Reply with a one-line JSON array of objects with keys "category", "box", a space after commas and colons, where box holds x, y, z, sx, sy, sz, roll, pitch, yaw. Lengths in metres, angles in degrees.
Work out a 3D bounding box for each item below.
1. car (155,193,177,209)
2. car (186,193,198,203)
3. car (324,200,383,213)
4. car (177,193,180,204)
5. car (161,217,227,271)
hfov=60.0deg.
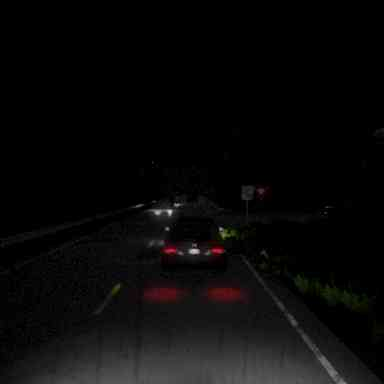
[{"category": "car", "box": [-3.592, 1.180, 44.415, 2.150, 2.045, 5.566, 0, 0, 0]}, {"category": "car", "box": [-0.011, 1.161, 65.944, 2.150, 2.045, 5.566, 0, 0, 0]}, {"category": "car", "box": [12.189, 1.329, 24.279, 4.902, 1.511, 2.128, 0, 0, -1]}, {"category": "car", "box": [-3.517, 1.165, 64.044, 2.150, 2.045, 5.566, 0, 0, 0]}, {"category": "car", "box": [0.068, 1.537, 10.822, 2.033, 1.411, 5.357, 0, 0, 0]}]
